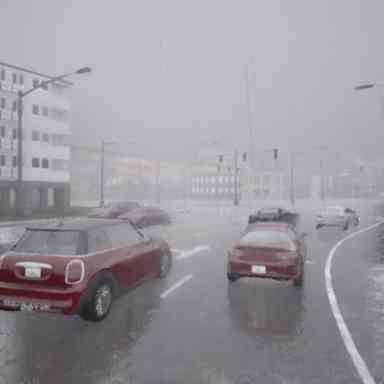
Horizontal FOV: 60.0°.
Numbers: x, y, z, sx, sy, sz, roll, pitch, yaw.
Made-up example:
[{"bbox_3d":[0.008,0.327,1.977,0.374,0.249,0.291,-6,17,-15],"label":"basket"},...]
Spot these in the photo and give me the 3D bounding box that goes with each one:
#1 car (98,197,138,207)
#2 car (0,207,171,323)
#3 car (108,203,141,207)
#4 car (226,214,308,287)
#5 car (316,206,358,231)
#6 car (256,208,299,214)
[{"bbox_3d":[-5.582,1.475,24.919,2.097,1.767,4.553,0,0,34],"label":"car"},{"bbox_3d":[-2.091,1.390,7.652,2.097,1.767,4.553,0,0,16],"label":"car"},{"bbox_3d":[-3.205,1.673,22.185,1.994,1.385,4.181,0,0,33],"label":"car"},{"bbox_3d":[2.251,1.573,9.525,1.812,1.442,4.674,0,-1,20],"label":"car"},{"bbox_3d":[9.511,1.631,21.726,1.812,1.442,4.674,0,0,37],"label":"car"},{"bbox_3d":[5.667,1.710,22.425,1.895,1.301,4.718,0,0,36],"label":"car"}]
